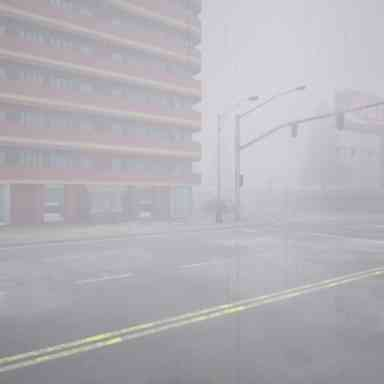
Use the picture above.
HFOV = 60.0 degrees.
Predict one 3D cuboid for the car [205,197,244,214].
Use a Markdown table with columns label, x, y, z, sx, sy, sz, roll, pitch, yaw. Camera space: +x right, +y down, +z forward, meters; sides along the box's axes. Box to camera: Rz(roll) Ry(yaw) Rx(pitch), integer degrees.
| label | x | y | z | sx | sy | sz | roll | pitch | yaw |
| --- | --- | --- | --- | --- | --- | --- | --- | --- | --- |
| car | 3.417 | 1.346 | 35.172 | 2.097 | 1.767 | 4.553 | 0 | 0 | -34 |
